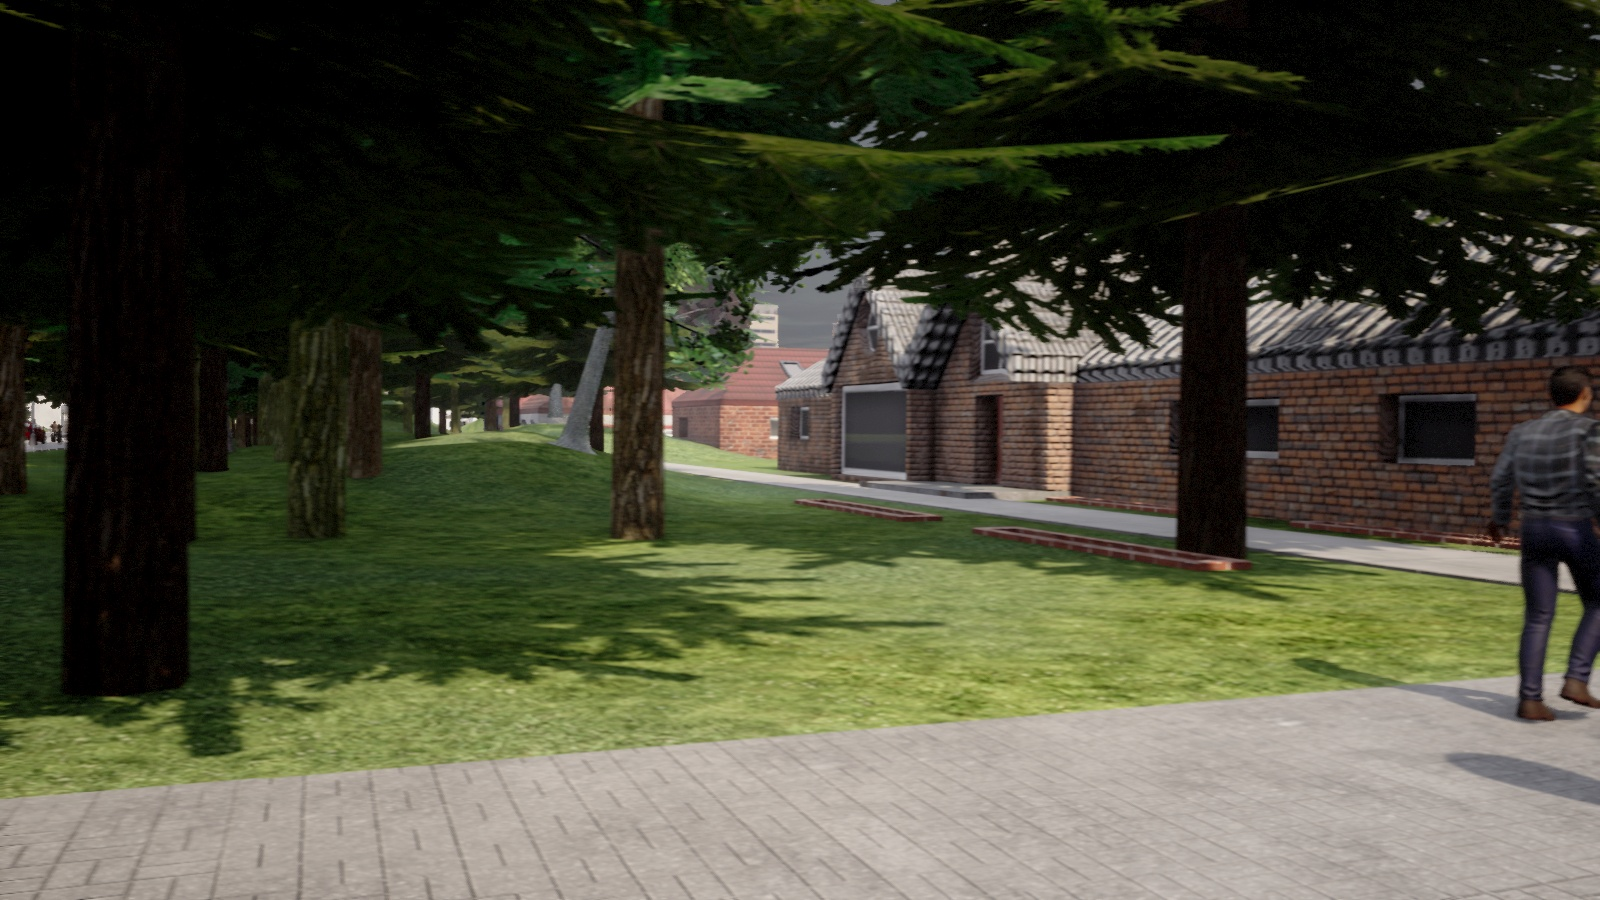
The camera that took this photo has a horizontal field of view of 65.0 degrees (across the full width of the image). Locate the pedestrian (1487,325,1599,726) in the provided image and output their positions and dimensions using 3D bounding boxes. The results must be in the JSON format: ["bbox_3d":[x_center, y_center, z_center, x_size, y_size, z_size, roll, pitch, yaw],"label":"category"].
[{"bbox_3d":[3.981,0.359,6.464,0.788,1.949,0.423,-1,1,-29],"label":"pedestrian"}]
